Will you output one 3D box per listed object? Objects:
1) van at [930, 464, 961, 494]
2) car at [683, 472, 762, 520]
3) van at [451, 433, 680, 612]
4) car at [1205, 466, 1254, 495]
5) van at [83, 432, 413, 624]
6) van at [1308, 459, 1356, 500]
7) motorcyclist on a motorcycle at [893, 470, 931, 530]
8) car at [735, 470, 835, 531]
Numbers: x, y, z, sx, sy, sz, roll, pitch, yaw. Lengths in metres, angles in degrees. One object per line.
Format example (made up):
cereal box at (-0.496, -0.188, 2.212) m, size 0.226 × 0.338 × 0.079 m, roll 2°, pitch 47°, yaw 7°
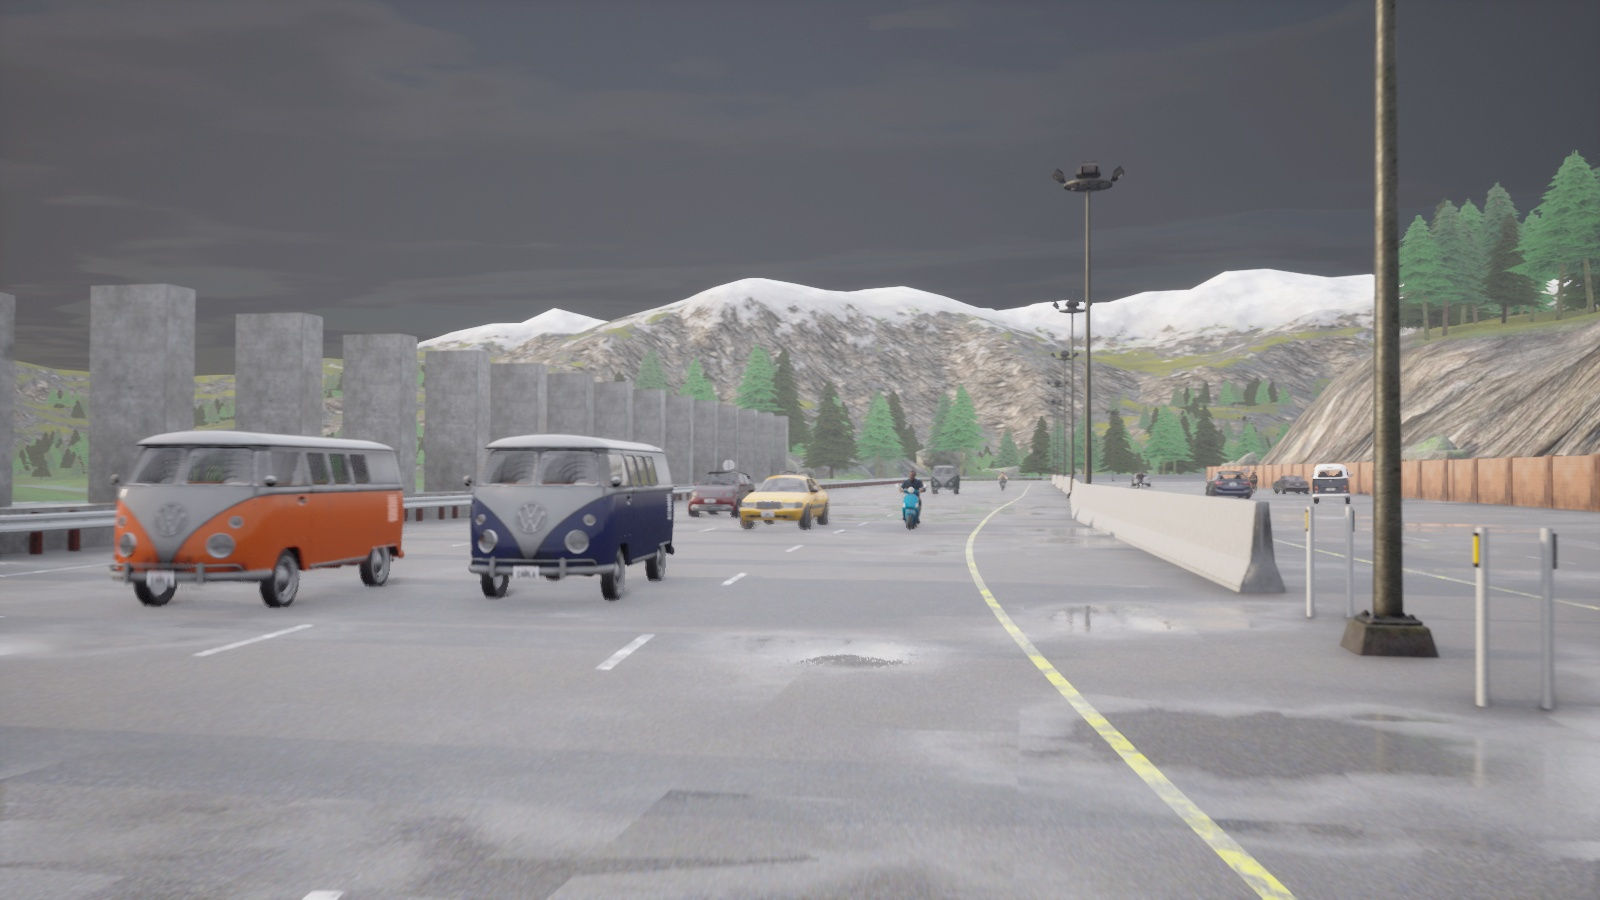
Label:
van at (10.017, 1.972, 86.034) m, size 1.775 × 1.987 × 4.442 m, roll 0°, pitch -1°, yaw 11°
car at (-2.561, 1.511, 42.302) m, size 1.789 × 1.549 × 3.705 m, roll 0°, pitch -1°, yaw 10°
van at (-2.845, 0.851, 16.263) m, size 1.775 × 1.987 × 4.442 m, roll 0°, pitch -1°, yaw 5°
car at (25.785, 1.830, 75.580) m, size 2.242 × 1.667 × 4.611 m, roll 0°, pitch -1°, yaw 12°
van at (-6.436, 0.848, 15.293) m, size 1.775 × 1.987 × 4.442 m, roll 0°, pitch -1°, yaw 5°
van at (27.882, 1.537, 65.697) m, size 2.069 × 2.038 × 4.480 m, roll -2°, pitch -2°, yaw 25°
motorcyclist on a motorcycle at (3.021, 1.323, 33.809) m, size 0.866 × 1.590 × 1.817 m, roll 0°, pitch -1°, yaw 10°
car at (-0.326, 1.340, 35.006) m, size 1.801 × 1.575 × 5.366 m, roll 0°, pitch -1°, yaw 10°
